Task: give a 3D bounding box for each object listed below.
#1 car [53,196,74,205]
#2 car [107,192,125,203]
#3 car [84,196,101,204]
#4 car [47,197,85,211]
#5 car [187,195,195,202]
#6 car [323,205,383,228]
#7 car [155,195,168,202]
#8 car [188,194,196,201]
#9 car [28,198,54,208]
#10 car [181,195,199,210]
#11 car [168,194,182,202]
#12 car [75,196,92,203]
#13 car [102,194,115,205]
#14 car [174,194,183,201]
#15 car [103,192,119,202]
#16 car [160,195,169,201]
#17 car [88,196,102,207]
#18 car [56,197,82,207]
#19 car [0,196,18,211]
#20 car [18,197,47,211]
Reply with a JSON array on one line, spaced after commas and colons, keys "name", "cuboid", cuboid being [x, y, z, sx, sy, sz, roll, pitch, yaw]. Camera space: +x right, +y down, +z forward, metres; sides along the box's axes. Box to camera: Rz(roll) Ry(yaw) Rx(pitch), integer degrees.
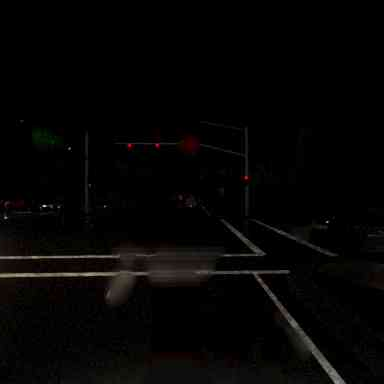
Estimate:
[{"name": "car", "cuboid": [-22.213, 1.526, 57.820, 1.812, 1.442, 4.674, 0, 0, 0]}, {"name": "car", "cuboid": [-15.174, 1.225, 68.184, 2.150, 2.045, 5.566, 0, 0, 0]}, {"name": "car", "cuboid": [-18.701, 1.505, 62.853, 1.837, 1.490, 4.892, 0, 0, 0]}, {"name": "car", "cuboid": [-15.203, 1.491, 40.390, 2.128, 1.511, 4.902, 0, 0, 0]}, {"name": "car", "cuboid": [-0.151, 1.521, 74.270, 1.812, 1.442, 4.674, 0, 0, 1]}, {"name": "car", "cuboid": [11.424, 1.548, 21.492, 5.357, 1.411, 2.033, 0, 0, 1]}, {"name": "car", "cuboid": [-7.151, 1.536, 74.255, 2.033, 1.411, 5.357, 0, 0, 1]}, {"name": "car", "cuboid": [0.039, 1.419, 84.450, 1.882, 1.535, 5.008, 0, 0, 1]}, {"name": "car", "cuboid": [-22.222, 1.564, 49.079, 1.994, 1.385, 4.181, 0, 0, 0]}, {"name": "car", "cuboid": [-0.112, 1.525, 43.252, 1.812, 1.442, 4.674, 0, 0, 0]}, {"name": "car", "cuboid": [-3.648, 1.551, 74.675, 1.994, 1.385, 4.181, 0, 0, 1]}, {"name": "car", "cuboid": [-22.173, 1.594, 68.104, 1.895, 1.301, 4.718, 0, 0, 0]}, {"name": "car", "cuboid": [-15.224, 1.564, 57.703, 1.994, 1.385, 4.181, 0, 0, 0]}, {"name": "car", "cuboid": [-3.460, 1.296, 84.504, 2.097, 1.767, 4.553, 0, 0, 1]}, {"name": "car", "cuboid": [-18.626, 1.127, 76.513, 2.150, 2.045, 5.566, 0, 0, 1]}, {"name": "car", "cuboid": [-6.959, 1.465, 84.616, 1.812, 1.442, 4.674, 0, 0, 1]}, {"name": "car", "cuboid": [-15.221, 1.564, 49.293, 1.994, 1.385, 4.181, 0, 0, 0]}, {"name": "car", "cuboid": [-18.726, 1.547, 51.012, 2.033, 1.411, 5.357, 0, 0, 0]}, {"name": "car", "cuboid": [-22.203, 1.352, 40.447, 2.097, 1.767, 4.553, 0, 0, 0]}, {"name": "car", "cuboid": [-18.741, 1.547, 40.940, 2.033, 1.411, 5.357, 0, 0, 0]}]
